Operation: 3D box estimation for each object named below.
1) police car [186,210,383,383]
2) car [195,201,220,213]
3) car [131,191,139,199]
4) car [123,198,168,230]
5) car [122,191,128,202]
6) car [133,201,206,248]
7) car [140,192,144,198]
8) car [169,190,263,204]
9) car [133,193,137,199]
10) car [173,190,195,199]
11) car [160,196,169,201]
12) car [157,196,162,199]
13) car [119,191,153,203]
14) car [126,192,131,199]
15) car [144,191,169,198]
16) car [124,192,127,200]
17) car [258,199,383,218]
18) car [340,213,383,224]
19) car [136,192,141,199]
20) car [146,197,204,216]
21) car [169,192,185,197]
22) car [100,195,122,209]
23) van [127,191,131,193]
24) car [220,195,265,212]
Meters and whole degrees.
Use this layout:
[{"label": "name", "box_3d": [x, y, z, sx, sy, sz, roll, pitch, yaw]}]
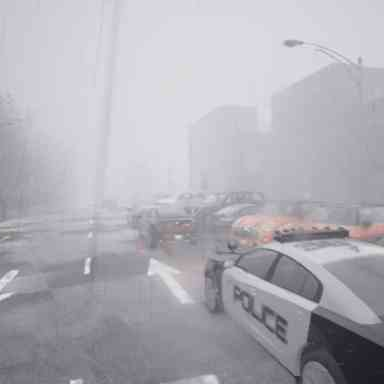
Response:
[{"label": "police car", "box_3d": [1.612, 1.324, 4.733, 1.930, 1.638, 5.238, -1, 1, -16]}, {"label": "car", "box_3d": [2.734, 1.276, 15.674, 4.674, 1.452, 2.002, -1, 0, -36]}, {"label": "car", "box_3d": [-4.788, 1.029, 41.633, 4.553, 1.767, 2.185, -1, 1, -36]}, {"label": "car", "box_3d": [-2.843, 1.355, 19.986, 1.812, 1.442, 4.674, -1, 1, -16]}, {"label": "car", "box_3d": [-8.352, 1.133, 53.038, 5.366, 1.575, 1.946, -1, 1, -36]}, {"label": "car", "box_3d": [-1.164, 1.358, 14.226, 1.837, 1.490, 4.892, -1, 1, -16]}, {"label": "car", "box_3d": [-2.327, 1.049, 32.957, 4.553, 1.767, 2.185, -1, 0, -36]}, {"label": "car", "box_3d": [1.889, 0.972, 18.529, 5.566, 2.045, 2.435, 0, 1, -36]}, {"label": "car", "box_3d": [-3.973, 1.201, 38.737, 4.674, 1.452, 2.002, -1, 1, -36]}, {"label": "car", "box_3d": [-1.967, 0.538, 77.933, 2.435, 2.045, 5.566, -2, 1, -38]}, {"label": "car", "box_3d": [0.911, 1.211, 21.325, 5.366, 1.575, 1.946, -1, 1, -36]}, {"label": "car", "box_3d": [0.197, 1.231, 24.302, 4.792, 1.488, 2.163, -1, 1, -36]}, {"label": "car", "box_3d": [-9.894, 0.872, 58.935, 5.566, 2.045, 2.435, -1, 0, -36]}, {"label": "car", "box_3d": [-5.669, 1.150, 44.505, 5.008, 1.535, 2.097, -1, 0, -36]}, {"label": "car", "box_3d": [-0.641, 0.940, 27.183, 5.566, 2.045, 2.435, -1, 1, -36]}, {"label": "car", "box_3d": [-7.346, 1.179, 50.268, 4.674, 1.452, 2.002, -1, 1, -36]}, {"label": "car", "box_3d": [4.444, 1.137, 9.925, 4.553, 1.767, 2.185, -1, 1, -36]}, {"label": "car", "box_3d": [5.236, 1.307, 7.011, 4.792, 1.488, 2.163, -1, 1, -36]}, {"label": "car", "box_3d": [-3.166, 1.042, 35.838, 4.553, 1.767, 2.185, -1, 0, -36]}, {"label": "car", "box_3d": [-1.475, 1.213, 30.066, 4.792, 1.488, 2.163, -1, 1, -36]}, {"label": "car", "box_3d": [-4.279, 0.732, 95.036, 2.163, 1.488, 4.792, -2, 0, -38]}, {"label": "car", "box_3d": [-10.371, 1.290, 41.589, 2.128, 1.511, 4.902, -1, 1, -16]}, {"label": "van", "box_3d": [-6.417, 0.917, 47.458, 4.442, 1.987, 1.878, -1, 0, -36]}, {"label": "car", "box_3d": [3.603, 1.123, 12.806, 4.553, 1.767, 2.185, -1, 1, -36]}]
